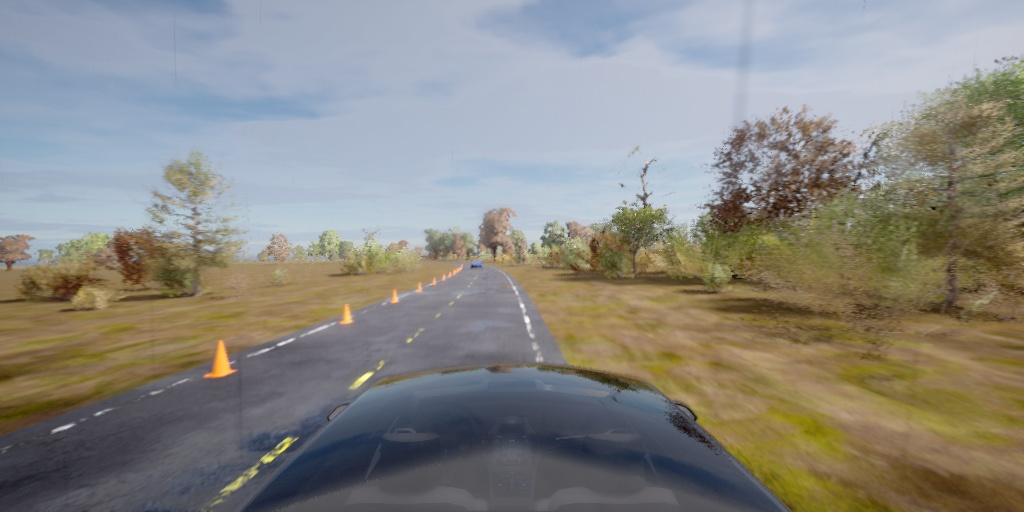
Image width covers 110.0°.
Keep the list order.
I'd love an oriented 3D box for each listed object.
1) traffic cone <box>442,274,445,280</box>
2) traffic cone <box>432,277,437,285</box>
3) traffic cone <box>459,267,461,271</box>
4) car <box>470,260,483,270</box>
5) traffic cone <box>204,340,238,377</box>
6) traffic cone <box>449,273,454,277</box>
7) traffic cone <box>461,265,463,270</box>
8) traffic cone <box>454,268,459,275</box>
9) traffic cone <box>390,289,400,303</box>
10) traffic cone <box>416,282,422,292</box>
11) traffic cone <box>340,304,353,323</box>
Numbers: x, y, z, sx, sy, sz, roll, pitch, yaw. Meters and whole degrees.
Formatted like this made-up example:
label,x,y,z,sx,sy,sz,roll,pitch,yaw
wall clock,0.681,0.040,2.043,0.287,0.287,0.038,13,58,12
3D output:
label,x,y,z,sx,sy,sz,roll,pitch,yaw
traffic cone,-5.945,1.827,31.222,0.340,0.580,0.340,0,0,-3
traffic cone,-5.688,1.819,26.256,0.340,0.580,0.340,0,0,-3
traffic cone,-7.017,1.859,46.100,0.340,0.580,0.340,0,0,-5
car,-5.749,1.371,58.220,1.882,1.535,5.008,-1,0,-6
traffic cone,-5.165,1.797,6.374,0.340,0.580,0.340,0,0,0
traffic cone,-6.252,1.836,36.185,0.340,0.580,0.340,0,0,-4
traffic cone,-7.475,1.872,51.052,0.340,0.580,0.340,0,0,-6
traffic cone,-6.609,1.846,41.145,0.340,0.580,0.340,0,0,-4
traffic cone,-5.326,1.806,16.317,0.340,0.580,0.340,0,0,-2
traffic cone,-5.482,1.812,21.288,0.340,0.580,0.340,0,0,-2
traffic cone,-5.220,1.801,11.346,0.340,0.580,0.340,0,0,-1
